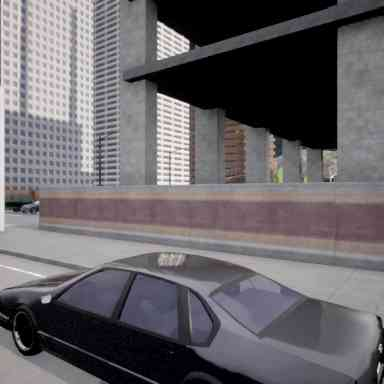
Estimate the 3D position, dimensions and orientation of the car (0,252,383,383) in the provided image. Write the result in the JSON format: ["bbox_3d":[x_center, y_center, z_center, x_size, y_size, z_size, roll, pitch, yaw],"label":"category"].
[{"bbox_3d":[-0.449,1.547,4.312,5.357,1.411,2.033,0,0,35],"label":"car"}]

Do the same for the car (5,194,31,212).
[{"bbox_3d":[-19.907,1.221,35.664,2.150,2.045,5.566,0,0,36],"label":"car"}]

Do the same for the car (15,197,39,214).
[{"bbox_3d":[-15.766,1.526,35.386,1.812,1.442,4.674,0,0,36],"label":"car"}]
